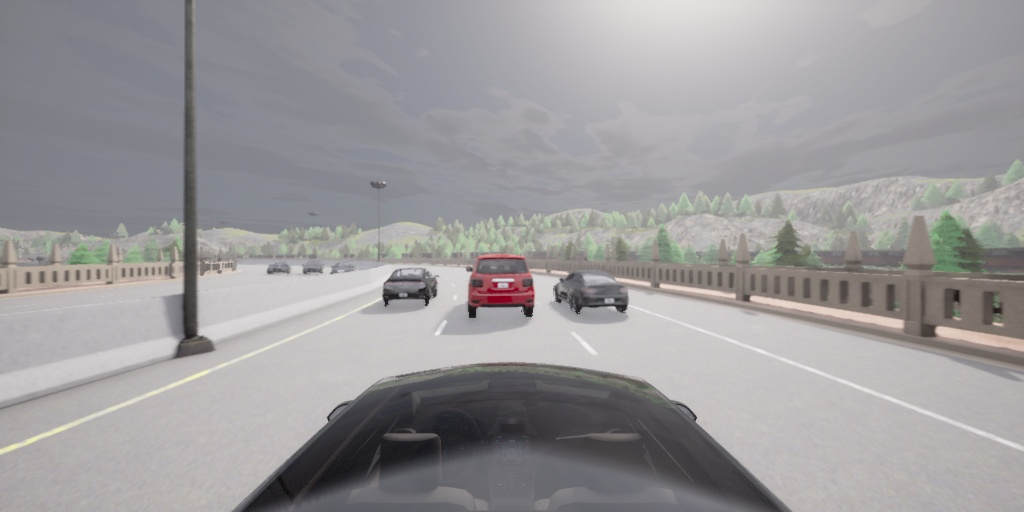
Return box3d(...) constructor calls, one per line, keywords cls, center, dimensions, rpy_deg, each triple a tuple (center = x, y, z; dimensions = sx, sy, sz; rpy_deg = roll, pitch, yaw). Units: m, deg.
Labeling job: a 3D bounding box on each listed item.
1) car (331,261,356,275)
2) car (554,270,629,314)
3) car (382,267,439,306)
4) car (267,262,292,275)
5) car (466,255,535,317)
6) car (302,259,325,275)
box3d(cls="car", center=(-16.222, 1.275, 34.706), dimensions=(2.128, 1.511, 4.902), rpy_deg=(0, 0, -20))
box3d(cls="car", center=(2.897, 1.268, 13.772), dimensions=(1.812, 1.442, 4.674), rpy_deg=(0, 0, -6))
box3d(cls="car", center=(-4.365, 1.250, 15.887), dimensions=(2.128, 1.511, 4.902), rpy_deg=(0, 0, -7))
box3d(cls="car", center=(-26.185, 1.370, 40.486), dimensions=(1.994, 1.385, 4.181), rpy_deg=(0, 0, -25))
box3d(cls="car", center=(-0.523, 0.972, 13.383), dimensions=(2.150, 2.045, 5.566), rpy_deg=(0, 0, -6))
box3d(cls="car", center=(-22.123, 1.302, 40.036), dimensions=(1.837, 1.490, 4.892), rpy_deg=(0, 0, -25))
